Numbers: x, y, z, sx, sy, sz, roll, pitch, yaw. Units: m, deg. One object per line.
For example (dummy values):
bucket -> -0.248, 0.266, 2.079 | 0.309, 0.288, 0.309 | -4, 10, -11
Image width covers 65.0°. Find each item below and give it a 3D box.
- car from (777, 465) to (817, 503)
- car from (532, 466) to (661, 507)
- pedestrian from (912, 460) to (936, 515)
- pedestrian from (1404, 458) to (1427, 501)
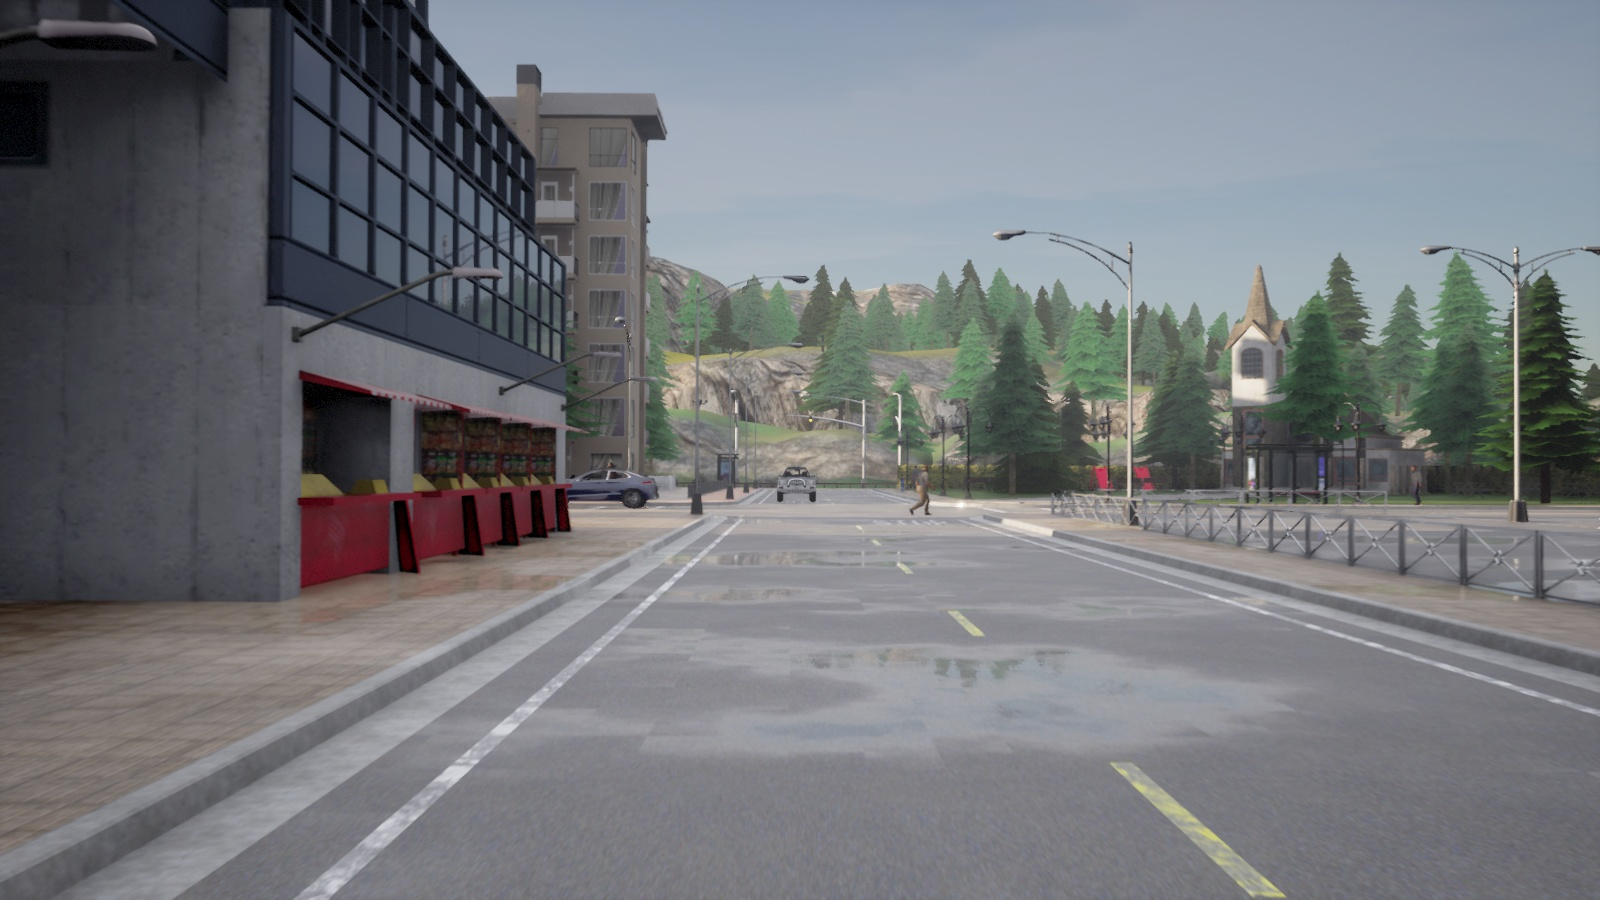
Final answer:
car -> -0.164, 1.703, 63.886 | 1.932, 1.855, 4.605 | 0, -1, 0
car -> -8.369, 1.512, 52.039 | 5.027, 1.651, 2.152 | 0, -1, -1
pedestrian -> 4.234, 1.285, 42.786 | 0.694, 1.848, 0.540 | 0, -1, -10
pedestrian -> 27.424, 1.313, 55.965 | 0.788, 1.949, 0.423 | 0, -1, -3
